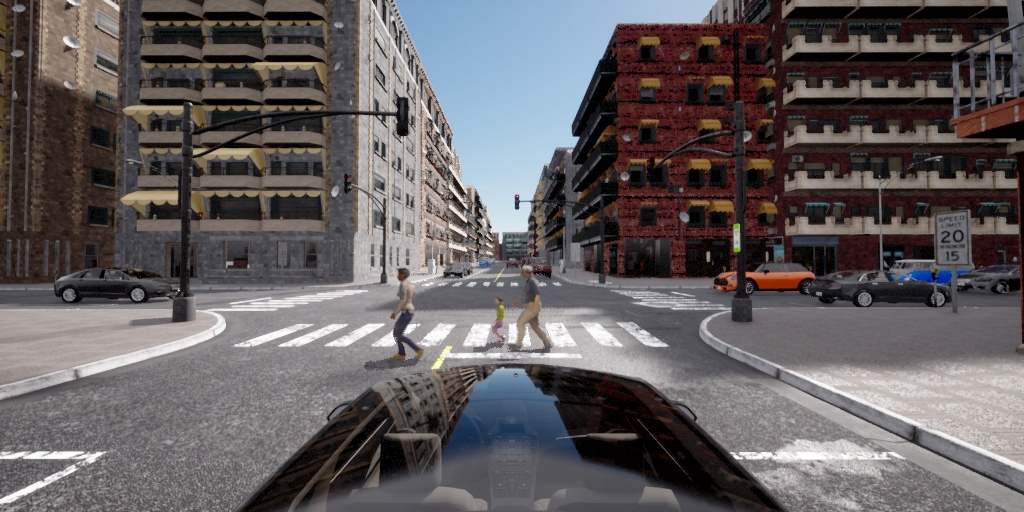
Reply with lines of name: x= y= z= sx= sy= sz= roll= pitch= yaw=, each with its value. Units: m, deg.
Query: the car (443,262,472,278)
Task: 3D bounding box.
car: x=-5.278 y=1.328 z=33.770 sx=1.948 sy=1.339 sz=4.313 roll=0 pitch=0 yaw=0

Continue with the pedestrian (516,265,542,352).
pedestrian: x=0.353 y=1.044 z=7.433 sx=0.375 sy=1.860 sz=0.375 roll=1 pitch=-1 yaw=0

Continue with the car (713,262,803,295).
car: x=13.223 y=1.103 z=18.964 sx=4.553 sy=1.767 sz=2.097 roll=0 pitch=-1 yaw=1

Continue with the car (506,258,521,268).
car: x=0.070 y=1.174 z=63.365 sx=2.097 sy=1.767 sz=4.553 roll=0 pitch=0 yaw=0

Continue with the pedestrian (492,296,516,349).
pedestrian: x=-0.237 y=1.422 z=8.024 sx=0.500 sy=1.100 sz=0.500 roll=1 pitch=-1 yaw=0

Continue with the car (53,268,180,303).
car: x=-17.343 y=1.281 z=16.087 sx=4.892 sy=1.490 sz=1.837 roll=0 pitch=-1 yaw=-1

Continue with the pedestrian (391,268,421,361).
pedestrian: x=-2.022 y=1.046 z=6.837 sx=0.375 sy=1.860 sz=0.375 roll=1 pitch=-1 yaw=0

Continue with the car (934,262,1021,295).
car: x=26.112 y=1.208 z=18.881 sx=4.902 sy=1.511 sz=2.128 roll=-1 pitch=-1 yaw=1

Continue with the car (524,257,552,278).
car: x=2.603 y=1.077 z=33.806 sx=2.192 sy=1.841 sz=5.009 roll=0 pitch=0 yaw=0

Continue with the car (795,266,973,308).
car: x=13.758 y=1.185 z=13.501 sx=4.403 sy=1.370 sz=2.007 roll=0 pitch=0 yaw=0

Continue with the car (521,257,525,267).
car: x=2.615 y=1.086 z=44.930 sx=2.192 sy=1.841 sz=5.009 roll=0 pitch=0 yaw=0

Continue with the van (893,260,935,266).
van: x=24.925 y=1.115 z=21.340 sx=3.998 sy=1.789 sz=1.690 roll=0 pitch=0 yaw=0
